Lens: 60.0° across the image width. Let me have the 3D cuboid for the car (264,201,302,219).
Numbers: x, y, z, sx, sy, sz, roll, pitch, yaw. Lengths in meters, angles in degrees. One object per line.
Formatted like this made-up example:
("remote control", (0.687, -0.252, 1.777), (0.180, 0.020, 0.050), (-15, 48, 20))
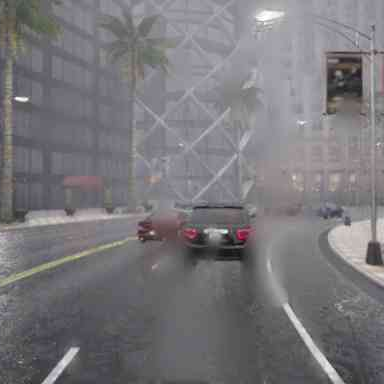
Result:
("car", (9.296, 1.733, 33.740), (2.097, 1.767, 4.553), (-1, -1, 44))

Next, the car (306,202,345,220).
("car", (13.163, 1.720, 32.594), (4.553, 1.767, 2.097), (1, -1, -42))

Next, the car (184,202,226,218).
("car", (1.486, 1.910, 35.821), (1.837, 1.490, 4.892), (-1, -1, 41))

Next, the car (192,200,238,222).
("car", (2.217, 1.704, 31.111), (2.097, 1.767, 4.553), (0, -1, 38))

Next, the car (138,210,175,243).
("car", (-1.000, 1.670, 16.934), (1.882, 1.535, 5.008), (0, -1, 17))

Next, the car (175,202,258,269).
("car", (1.180, 1.359, 11.890), (2.150, 2.045, 5.566), (0, 0, 11))
